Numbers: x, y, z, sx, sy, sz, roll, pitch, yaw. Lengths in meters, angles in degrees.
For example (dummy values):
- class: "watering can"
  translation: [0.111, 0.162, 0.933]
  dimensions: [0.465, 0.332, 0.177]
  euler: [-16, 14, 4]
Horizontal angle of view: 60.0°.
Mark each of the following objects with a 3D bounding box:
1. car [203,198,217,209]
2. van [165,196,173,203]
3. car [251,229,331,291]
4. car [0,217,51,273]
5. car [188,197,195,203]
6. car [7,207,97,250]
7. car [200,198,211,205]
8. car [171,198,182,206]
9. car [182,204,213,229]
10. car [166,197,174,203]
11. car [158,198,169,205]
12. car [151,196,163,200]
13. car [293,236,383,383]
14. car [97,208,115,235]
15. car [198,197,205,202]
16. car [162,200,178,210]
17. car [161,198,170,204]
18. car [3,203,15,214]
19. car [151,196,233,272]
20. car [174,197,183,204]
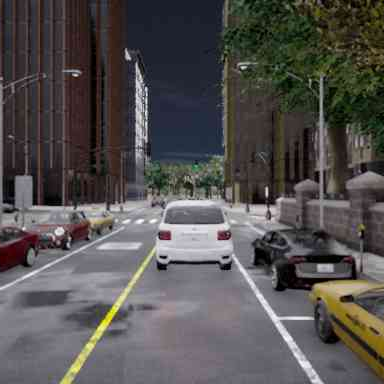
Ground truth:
- class: "car"
  translation: [2.706, 1.749, 51.815]
  dimensions: [1.967, 1.590, 4.097]
  euler: [0, 0, 0]
- class: "van"
  translation: [-5.853, 1.857, 84.431]
  dimensions: [1.690, 1.788, 3.998]
  euler: [0, 0, 0]
- class: "car"
  translation: [2.751, 1.618, 8.933]
  dimensions: [1.947, 1.339, 4.313]
  euler: [0, 0, 0]
- class: "car"
  translation: [-5.774, 1.597, 8.922]
  dimensions: [1.887, 1.381, 4.507]
  euler: [0, 0, 0]
- class: "car"
  translation: [-0.094, 2.040, 88.283]
  dimensions: [1.837, 1.490, 4.892]
  euler: [0, 0, 0]
- class: "car"
  translation: [-5.780, 1.524, 14.379]
  dimensions: [1.967, 1.590, 4.097]
  euler: [0, 0, 0]
- class: "car"
  translation: [2.689, 1.962, 68.126]
  dimensions: [2.008, 1.369, 4.403]
  euler: [0, 0, 0]
- class: "car"
  translation: [-3.093, 1.966, 66.676]
  dimensions: [1.994, 1.385, 4.181]
  euler: [0, 0, 1]
- class: "car"
  translation: [0.530, 1.668, 23.960]
  dimensions: [1.812, 1.442, 4.674]
  euler: [0, 0, 6]
- class: "car"
  translation: [-5.859, 2.101, 89.868]
  dimensions: [2.008, 1.369, 4.403]
  euler: [0, 0, 0]
- class: "car"
  translation: [-5.836, 1.993, 68.117]
  dimensions: [1.802, 1.307, 4.206]
  euler: [0, 0, 0]
- class: "car"
  translation: [-5.825, 1.658, 57.244]
  dimensions: [2.192, 1.841, 5.009]
  euler: [0, 0, 0]
- class: "car"
  translation: [2.757, 1.547, 3.646]
  dimensions: [1.752, 1.417, 4.829]
  euler: [0, 0, 0]
- class: "car"
  translation: [-5.785, 1.640, 19.666]
  dimensions: [1.752, 1.417, 4.829]
  euler: [0, 0, 0]
- class: "car"
  translation: [2.661, 2.112, 95.484]
  dimensions: [1.752, 1.417, 4.829]
  euler: [0, 0, 0]
- class: "car"
  translation: [-3.146, 1.849, 47.807]
  dimensions: [1.994, 1.385, 4.181]
  euler: [0, 0, 0]
- class: "car"
  translation: [-5.841, 1.970, 73.385]
  dimensions: [1.752, 1.417, 4.829]
  euler: [0, 0, 0]
- class: "car"
  translation: [-19.204, 1.383, 31.225]
  dimensions: [5.357, 1.411, 2.033]
  euler: [1, 0, -5]
- class: "car"
  translation: [0.065, 1.289, 11.197]
  dimensions: [2.150, 2.045, 5.566]
  euler: [0, 0, 0]
- class: "car"
  translation: [-3.082, 2.001, 77.016]
  dimensions: [2.033, 1.411, 5.357]
  euler: [0, 0, 0]
